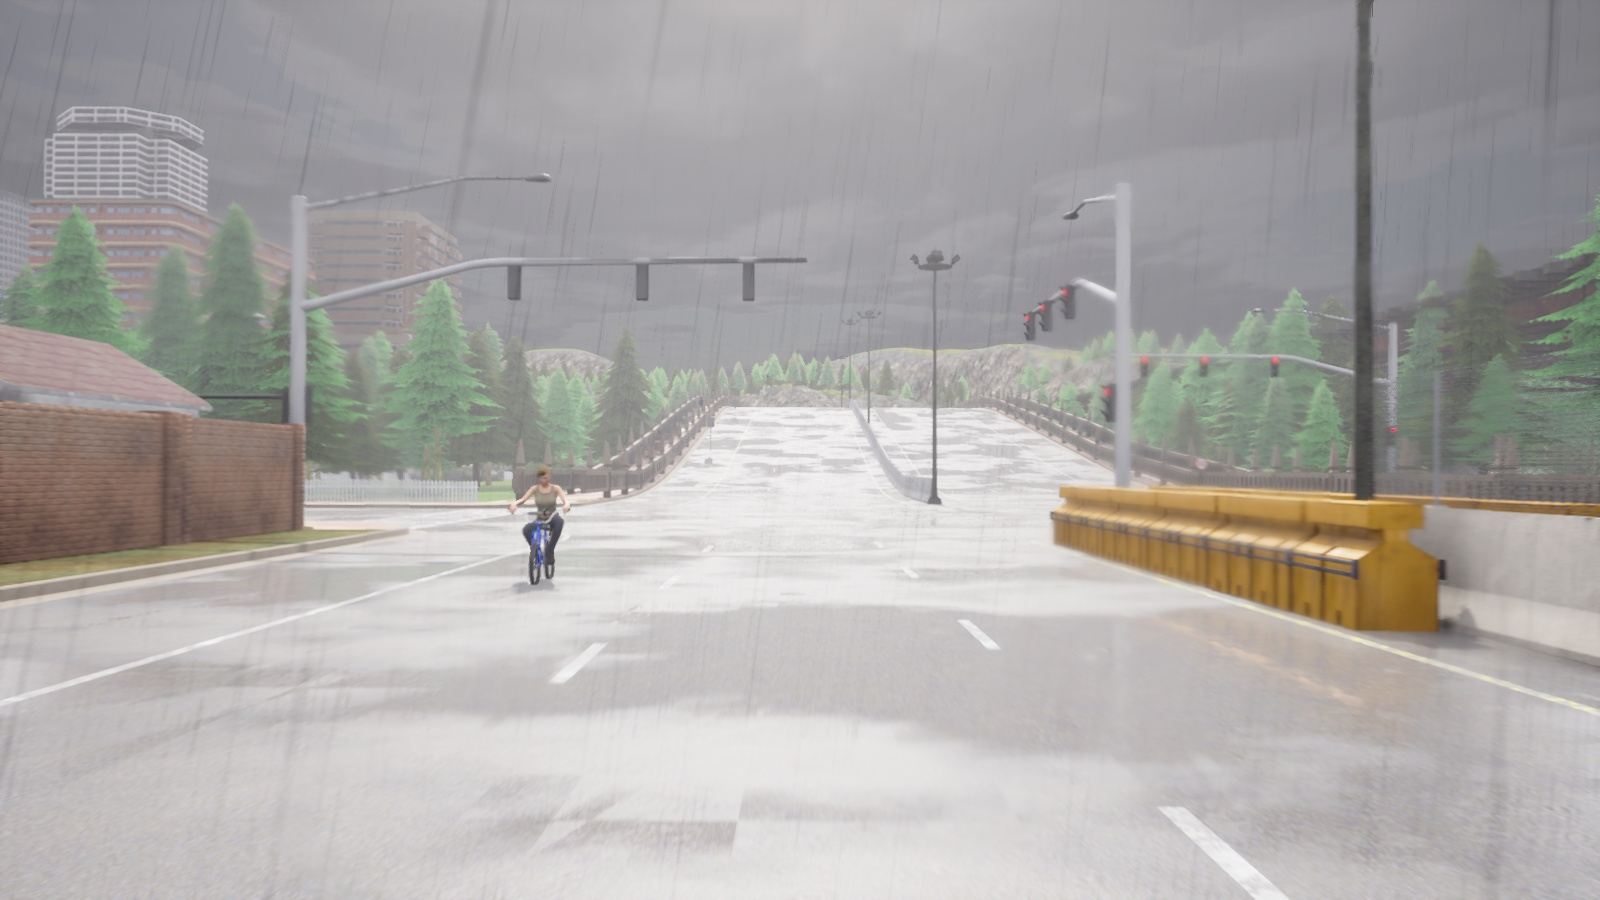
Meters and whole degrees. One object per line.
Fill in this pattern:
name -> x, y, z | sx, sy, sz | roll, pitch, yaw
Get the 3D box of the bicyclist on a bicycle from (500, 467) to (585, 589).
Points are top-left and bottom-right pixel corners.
bicyclist on a bicycle -> -3.538, 1.050, 17.381 | 0.866, 1.612, 1.509 | 0, -1, 0
